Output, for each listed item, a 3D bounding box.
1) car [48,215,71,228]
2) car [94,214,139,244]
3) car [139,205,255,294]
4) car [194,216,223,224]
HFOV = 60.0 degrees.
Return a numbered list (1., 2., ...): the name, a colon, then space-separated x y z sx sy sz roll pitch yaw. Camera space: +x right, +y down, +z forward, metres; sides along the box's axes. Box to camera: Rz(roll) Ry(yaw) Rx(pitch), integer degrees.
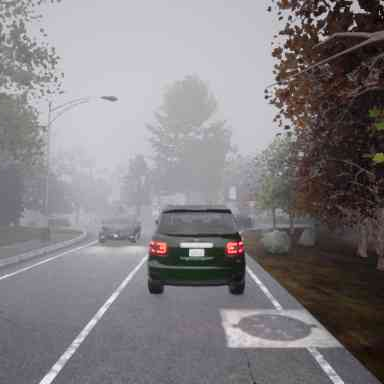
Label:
1. car: -16.469 3.635 41.076 1.837 1.490 4.892 1 -4 -34
2. car: -3.883 2.024 18.670 1.837 1.490 4.892 1 -3 -4
3. car: 0.114 1.362 9.233 2.150 2.045 5.566 0 -2 0
4. car: 3.219 5.564 65.959 5.357 1.411 2.033 -1 -4 22
